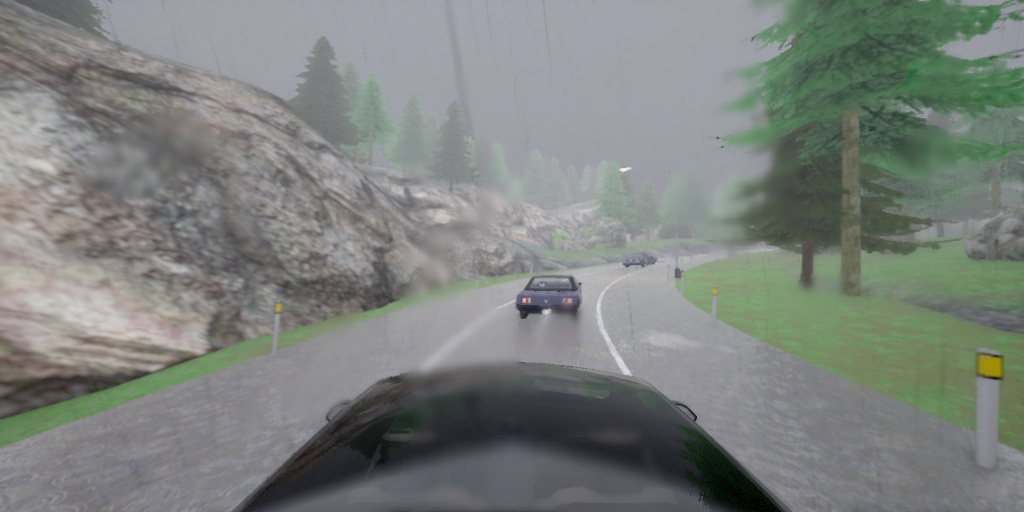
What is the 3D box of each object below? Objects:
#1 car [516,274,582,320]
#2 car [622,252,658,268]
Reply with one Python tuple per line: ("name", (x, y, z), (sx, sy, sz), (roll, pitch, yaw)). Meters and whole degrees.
("car", (1.468, 1.286, 12.447), (1.895, 1.301, 4.718), (0, 1, 12))
("car", (12.771, 0.348, 35.624), (2.033, 1.411, 5.357), (-2, 2, 40))
